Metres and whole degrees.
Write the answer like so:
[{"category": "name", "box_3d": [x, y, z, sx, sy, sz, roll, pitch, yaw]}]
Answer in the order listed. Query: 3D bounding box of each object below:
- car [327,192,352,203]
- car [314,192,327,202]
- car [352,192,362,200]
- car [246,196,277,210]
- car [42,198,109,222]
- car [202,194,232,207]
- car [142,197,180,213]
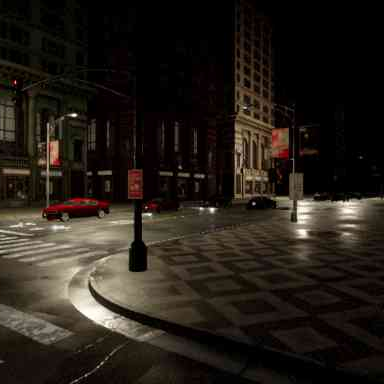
[{"category": "car", "box_3d": [22.408, 0.834, 50.329, 1.812, 1.442, 4.674, 0, 1, 36]}, {"category": "car", "box_3d": [21.376, 0.749, 54.489, 2.128, 1.511, 4.902, 0, 1, 35]}, {"category": "car", "box_3d": [29.565, 0.676, 60.404, 1.812, 1.442, 4.674, 0, 1, 35]}, {"category": "car", "box_3d": [7.342, 1.125, 34.740, 1.994, 1.385, 4.181, 0, 1, 35]}, {"category": "car", "box_3d": [-8.350, 1.231, 24.221, 1.882, 1.535, 5.008, 0, 1, 35]}, {"category": "car", "box_3d": [3.054, 1.009, 40.252, 1.837, 1.490, 4.892, 0, 1, 36]}, {"category": "car", "box_3d": [-2.982, 1.199, 31.769, 1.994, 1.385, 4.181, 0, 1, 36]}]
